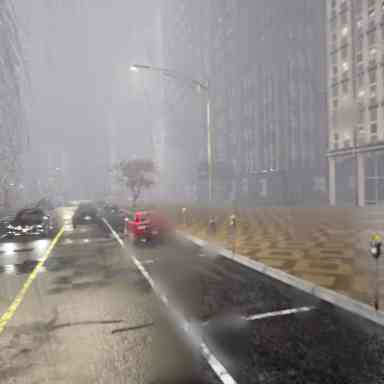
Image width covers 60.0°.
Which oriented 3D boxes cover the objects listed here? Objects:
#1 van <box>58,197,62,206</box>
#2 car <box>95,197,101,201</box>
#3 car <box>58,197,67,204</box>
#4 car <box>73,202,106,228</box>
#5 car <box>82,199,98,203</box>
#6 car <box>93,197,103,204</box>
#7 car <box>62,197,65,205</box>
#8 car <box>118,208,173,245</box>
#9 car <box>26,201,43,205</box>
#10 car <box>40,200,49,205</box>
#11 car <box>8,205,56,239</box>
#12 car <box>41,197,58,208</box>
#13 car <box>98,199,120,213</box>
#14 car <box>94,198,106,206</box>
[{"bbox_3d":[-25.679,1.962,61.497,1.690,1.788,3.998,-2,0,-18],"label":"van"},{"bbox_3d":[-14.249,1.853,53.347,2.008,1.369,4.403,-2,0,-18],"label":"car"},{"bbox_3d":[-34.313,2.246,88.349,1.967,1.590,4.097,-2,0,-18],"label":"car"},{"bbox_3d":[-7.661,1.740,24.392,1.994,1.385,4.181,-2,0,-18],"label":"car"},{"bbox_3d":[-12.358,1.846,38.949,1.994,1.385,4.181,-2,0,-17],"label":"car"},{"bbox_3d":[-21.166,1.893,74.832,1.967,1.590,4.097,-2,0,-18],"label":"car"},{"bbox_3d":[-27.408,1.974,66.867,2.192,1.841,5.009,-2,0,-18],"label":"car"},{"bbox_3d":[-2.153,1.576,15.746,1.887,1.381,4.507,-2,0,-18],"label":"car"},{"bbox_3d":[-16.982,1.955,34.485,1.752,1.417,4.829,-2,0,-18],"label":"car"},{"bbox_3d":[-18.759,2.051,40.018,1.802,1.307,4.206,-2,0,-18],"label":"car"},{"bbox_3d":[-9.237,1.739,19.217,1.837,1.490,4.892,-2,0,-18],"label":"car"},{"bbox_3d":[-22.225,1.861,50.756,2.192,1.841,5.009,-2,0,-18],"label":"car"},{"bbox_3d":[-9.065,1.739,37.232,2.008,1.369,4.403,-2,0,-18],"label":"car"},{"bbox_3d":[-17.705,1.929,64.090,2.008,1.369,4.403,-2,0,-18],"label":"car"}]
